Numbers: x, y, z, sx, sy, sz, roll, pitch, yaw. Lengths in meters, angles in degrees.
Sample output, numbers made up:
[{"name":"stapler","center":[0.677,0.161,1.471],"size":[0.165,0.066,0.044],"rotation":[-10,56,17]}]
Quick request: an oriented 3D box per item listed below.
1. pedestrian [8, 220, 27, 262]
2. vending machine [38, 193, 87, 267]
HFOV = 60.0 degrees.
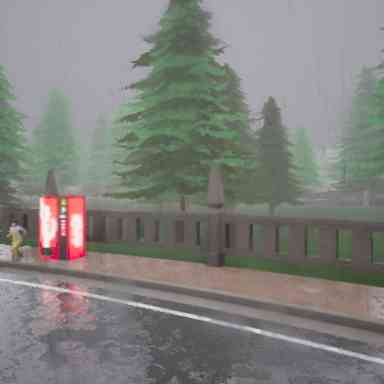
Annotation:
[{"name":"pedestrian","center":[-5.033,1.335,9.638],"size":[0.375,1.300,0.375],"rotation":[0,1,23]},{"name":"vending machine","center":[-3.973,1.103,10.242],"size":[0.880,2.100,1.100],"rotation":[0,1,23]}]
